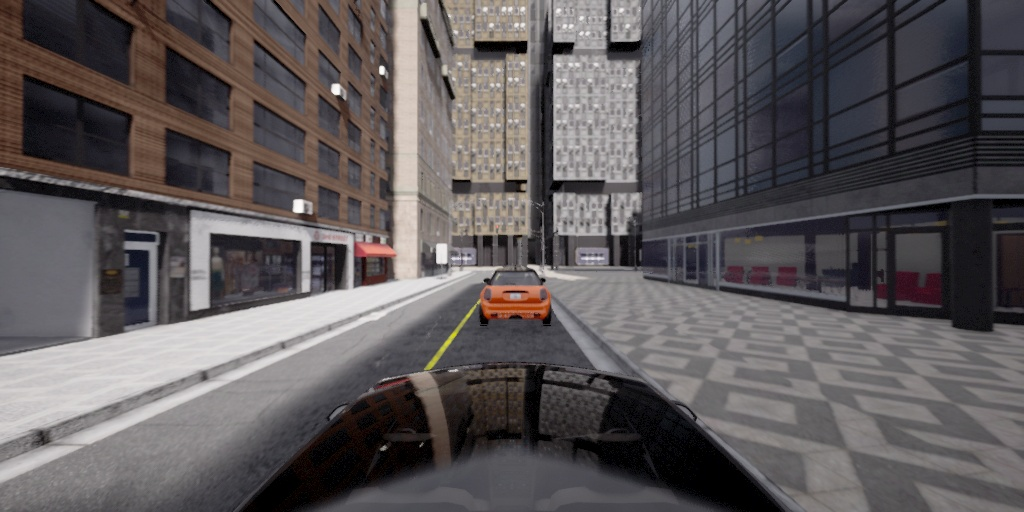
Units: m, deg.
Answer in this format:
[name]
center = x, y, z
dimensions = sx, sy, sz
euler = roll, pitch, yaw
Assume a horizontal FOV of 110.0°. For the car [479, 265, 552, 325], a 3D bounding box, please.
[car]
center = 0.102, 1.152, 12.114
dimensions = 2.097, 1.767, 4.553
euler = 0, 0, 0
